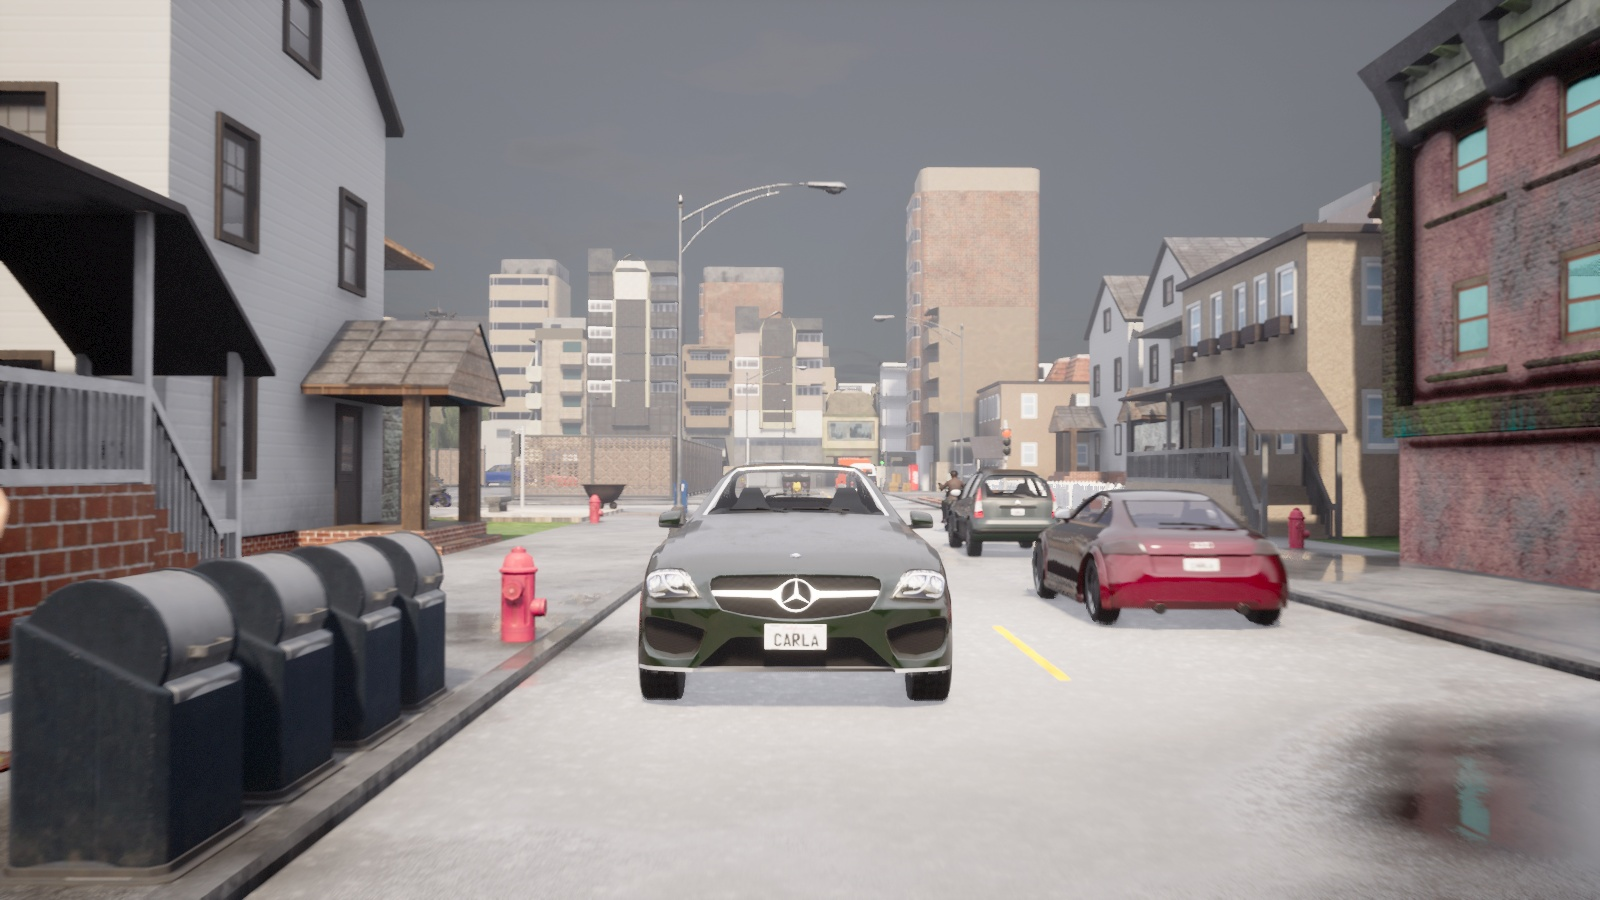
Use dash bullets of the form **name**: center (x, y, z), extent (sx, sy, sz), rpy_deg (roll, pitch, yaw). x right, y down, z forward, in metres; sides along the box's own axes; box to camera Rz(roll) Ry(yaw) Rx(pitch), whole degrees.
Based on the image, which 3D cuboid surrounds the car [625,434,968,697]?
- **car**: center (-0.028, 0.768, 10.423), extent (2.152, 1.651, 5.027), rpy_deg (0, -1, 0)

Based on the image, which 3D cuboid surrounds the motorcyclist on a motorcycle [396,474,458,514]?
- **motorcyclist on a motorcycle**: center (-14.840, 1.746, 49.969), extent (2.191, 1.530, 0.866), rpy_deg (0, -1, 0)

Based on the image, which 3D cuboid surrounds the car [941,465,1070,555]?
- **car**: center (3.936, 1.110, 24.641), extent (1.851, 1.617, 3.988), rpy_deg (0, -1, 0)

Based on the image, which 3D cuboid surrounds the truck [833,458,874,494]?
- **truck**: center (3.779, 1.822, 89.421), extent (2.627, 2.467, 5.204), rpy_deg (0, 0, -1)

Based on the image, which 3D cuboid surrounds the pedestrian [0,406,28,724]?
- **pedestrian**: center (-4.829, 0.664, 7.206), extent (0.345, 1.836, 0.594), rpy_deg (-1, -1, 17)

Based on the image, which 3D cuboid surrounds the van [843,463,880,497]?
- **van**: center (3.810, 1.835, 78.261), extent (2.069, 2.038, 4.480), rpy_deg (0, -1, -1)

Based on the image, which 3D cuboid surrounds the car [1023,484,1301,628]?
- **car**: center (3.962, 1.106, 14.546), extent (1.994, 1.385, 4.181), rpy_deg (0, -1, 0)
